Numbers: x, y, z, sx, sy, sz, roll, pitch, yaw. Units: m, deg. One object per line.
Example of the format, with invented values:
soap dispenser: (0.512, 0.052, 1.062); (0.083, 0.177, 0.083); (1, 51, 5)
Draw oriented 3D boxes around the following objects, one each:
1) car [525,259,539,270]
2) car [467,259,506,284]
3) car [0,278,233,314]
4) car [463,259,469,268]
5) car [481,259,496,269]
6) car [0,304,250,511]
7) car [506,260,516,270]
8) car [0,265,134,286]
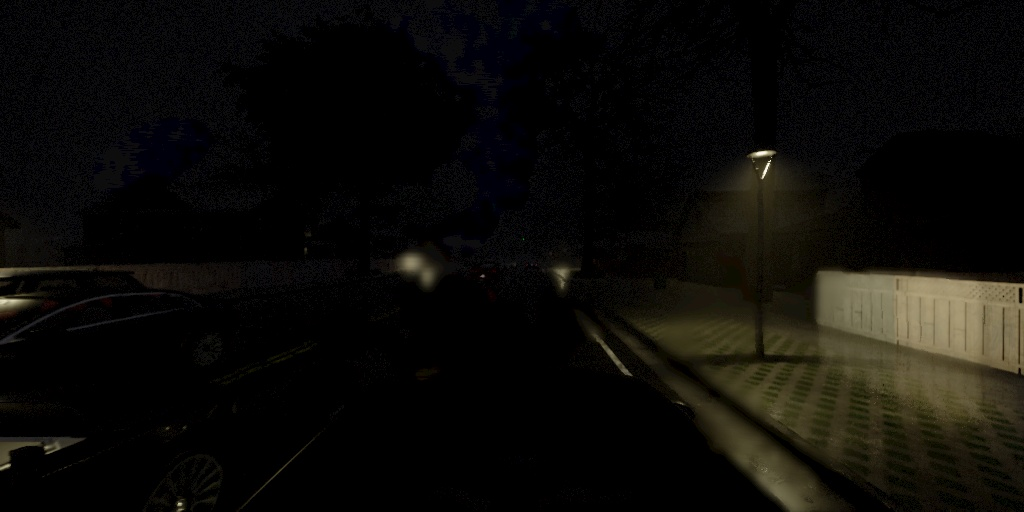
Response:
car: (2.706, 1.208, 48.804); (2.033, 1.411, 5.357); (0, 0, 3)
car: (-1.765, 1.177, 26.166); (1.882, 1.535, 5.008); (0, 0, 3)
car: (-6.357, 1.233, 4.995); (2.128, 1.511, 4.902); (0, 0, 3)
car: (-6.693, 1.208, 58.337); (1.994, 1.385, 4.181); (0, 0, 4)
car: (-3.570, 1.173, 56.084); (1.812, 1.442, 4.674); (0, 0, 3)
car: (-3.120, 1.242, 0.916); (2.128, 1.511, 4.902); (0, 0, 3)
car: (-0.406, 1.257, 51.487); (1.895, 1.301, 4.718); (0, 0, 3)
car: (-9.517, 1.090, 6.747); (2.097, 1.767, 4.553); (0, 0, 3)
